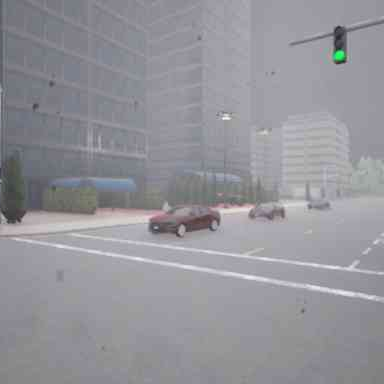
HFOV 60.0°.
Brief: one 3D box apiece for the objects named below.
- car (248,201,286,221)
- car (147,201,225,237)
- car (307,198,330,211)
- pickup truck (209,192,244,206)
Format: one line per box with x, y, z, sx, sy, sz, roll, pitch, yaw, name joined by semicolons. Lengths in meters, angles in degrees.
6.303;1.505;27.512;1.812;1.442;4.674;0;0;35;car
-0.311;1.456;18.132;1.882;1.535;5.008;0;0;35;car
15.461;1.486;40.521;1.837;1.490;4.892;0;0;35;car
4.443;1.011;47.533;6.274;2.098;2.390;0;0;-24;pickup truck
